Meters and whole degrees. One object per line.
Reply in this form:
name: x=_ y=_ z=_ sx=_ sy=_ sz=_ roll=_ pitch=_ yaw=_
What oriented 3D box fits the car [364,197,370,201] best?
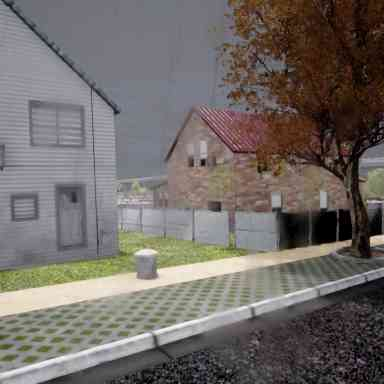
car: x=28.651 y=1.888 z=58.749 sx=2.128 sy=1.511 sz=4.902 roll=-2 pitch=-1 yaw=1

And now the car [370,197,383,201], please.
car: x=31.933 y=1.645 z=59.979 sx=2.097 sy=1.767 sz=4.553 roll=-2 pitch=0 yaw=1

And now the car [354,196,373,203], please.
car: x=38.578 y=1.680 z=74.973 sx=1.895 sy=1.301 sz=4.718 roll=-2 pitch=0 yaw=0
